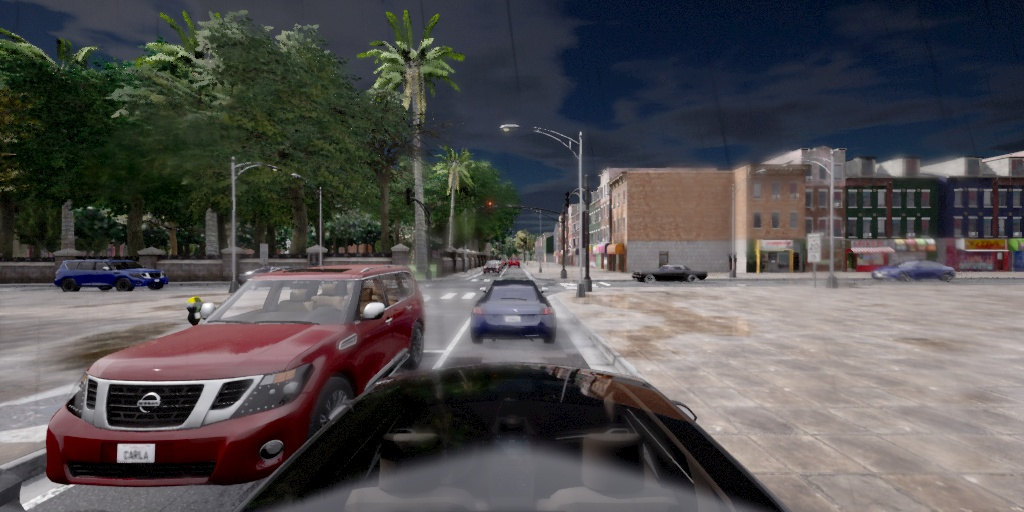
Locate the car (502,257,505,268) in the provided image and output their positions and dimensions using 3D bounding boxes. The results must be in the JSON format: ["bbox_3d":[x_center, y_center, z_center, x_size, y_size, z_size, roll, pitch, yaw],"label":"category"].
[{"bbox_3d":[-2.349,1.291,48.862,1.967,1.591,4.097,0,0,0],"label":"car"}]

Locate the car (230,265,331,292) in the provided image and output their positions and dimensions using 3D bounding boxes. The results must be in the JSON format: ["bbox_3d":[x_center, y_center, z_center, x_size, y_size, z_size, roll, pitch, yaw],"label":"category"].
[{"bbox_3d":[-14.344,1.386,22.480,4.902,1.511,2.128,-1,0,-1],"label":"car"}]

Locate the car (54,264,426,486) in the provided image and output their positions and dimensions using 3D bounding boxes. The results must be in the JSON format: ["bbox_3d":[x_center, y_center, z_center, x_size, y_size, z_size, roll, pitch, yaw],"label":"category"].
[{"bbox_3d":[-2.621,1.065,5.029,2.192,1.841,5.009,0,0,0],"label":"car"}]

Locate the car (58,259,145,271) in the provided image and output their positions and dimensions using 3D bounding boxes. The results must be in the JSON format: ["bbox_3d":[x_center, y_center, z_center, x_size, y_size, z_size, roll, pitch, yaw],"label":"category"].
[{"bbox_3d":[-25.076,1.221,22.541,5.566,2.045,2.150,-1,0,0],"label":"car"}]

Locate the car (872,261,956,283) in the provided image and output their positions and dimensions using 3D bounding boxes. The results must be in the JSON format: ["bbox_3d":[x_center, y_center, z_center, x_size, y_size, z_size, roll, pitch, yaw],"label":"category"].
[{"bbox_3d":[28.236,1.102,25.226,4.674,1.442,1.812,0,0,0],"label":"car"}]

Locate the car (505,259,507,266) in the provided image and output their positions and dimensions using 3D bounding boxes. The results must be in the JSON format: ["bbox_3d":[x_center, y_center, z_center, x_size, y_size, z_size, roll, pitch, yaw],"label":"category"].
[{"bbox_3d":[-2.280,1.485,60.240,1.802,1.307,4.207,0,0,0],"label":"car"}]

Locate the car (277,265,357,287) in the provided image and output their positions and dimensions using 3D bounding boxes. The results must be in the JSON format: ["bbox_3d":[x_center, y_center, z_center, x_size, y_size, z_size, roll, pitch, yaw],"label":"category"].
[{"bbox_3d":[-13.724,1.411,25.436,4.674,1.442,1.812,-1,0,0],"label":"car"}]

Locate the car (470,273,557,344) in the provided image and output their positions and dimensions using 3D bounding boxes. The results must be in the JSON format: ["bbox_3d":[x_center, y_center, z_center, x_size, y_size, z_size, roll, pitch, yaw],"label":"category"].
[{"bbox_3d":[0.045,1.317,9.644,1.994,1.385,4.181,0,0,1],"label":"car"}]

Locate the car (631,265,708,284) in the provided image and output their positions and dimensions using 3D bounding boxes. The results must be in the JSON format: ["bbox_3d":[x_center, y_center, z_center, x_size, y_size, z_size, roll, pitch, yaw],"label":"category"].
[{"bbox_3d":[10.990,1.279,25.327,4.718,1.301,1.895,0,0,1],"label":"car"}]

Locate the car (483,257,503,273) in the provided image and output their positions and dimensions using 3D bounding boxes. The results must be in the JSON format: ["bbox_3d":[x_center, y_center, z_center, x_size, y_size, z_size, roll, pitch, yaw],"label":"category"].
[{"bbox_3d":[-2.385,1.269,43.175,1.967,1.591,4.097,0,0,0],"label":"car"}]
